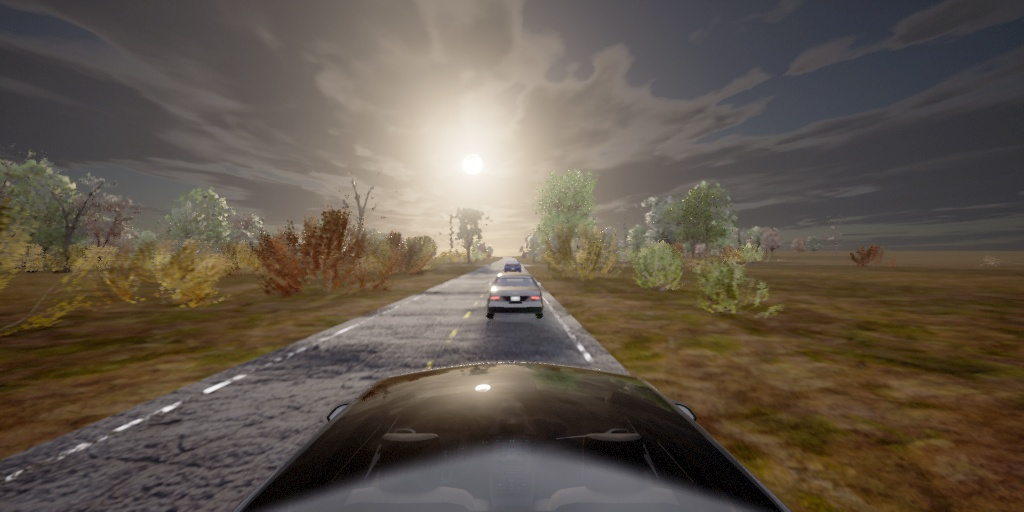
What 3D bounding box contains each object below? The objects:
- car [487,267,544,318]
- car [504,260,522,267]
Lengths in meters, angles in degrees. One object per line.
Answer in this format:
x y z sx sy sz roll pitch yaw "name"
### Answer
0.096 1.297 13.016 2.033 1.411 5.357 0 0 0 "car"
0.090 1.210 40.911 1.882 1.535 5.008 0 0 0 "car"
